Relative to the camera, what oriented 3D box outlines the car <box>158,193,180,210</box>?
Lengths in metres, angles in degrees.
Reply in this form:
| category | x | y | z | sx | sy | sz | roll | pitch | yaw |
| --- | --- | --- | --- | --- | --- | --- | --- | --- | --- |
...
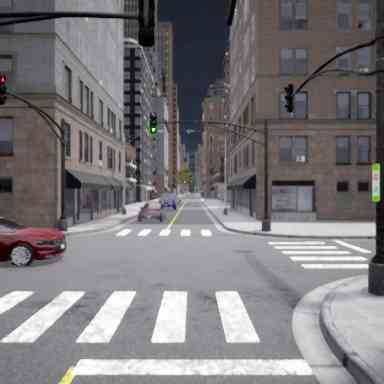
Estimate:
| category | x | y | z | sx | sy | sz | roll | pitch | yaw |
| --- | --- | --- | --- | --- | --- | --- | --- | --- | --- |
| car | -3.049 | 1.212 | 42.507 | 2.150 | 2.045 | 5.566 | 0 | 0 | 0 |

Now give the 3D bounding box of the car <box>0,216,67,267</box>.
| category | x | y | z | sx | sy | sz | roll | pitch | yaw |
| --- | --- | --- | --- | --- | --- | --- | --- | --- | --- |
| car | -6.683 | 1.489 | 10.772 | 5.008 | 1.535 | 1.882 | 0 | 0 | 0 |

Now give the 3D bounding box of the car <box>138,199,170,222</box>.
| category | x | y | z | sx | sy | sz | roll | pitch | yaw |
| --- | --- | --- | --- | --- | --- | --- | --- | --- | --- |
| car | -3.068 | 1.520 | 26.249 | 1.812 | 1.442 | 4.674 | 0 | 0 | 1 |
